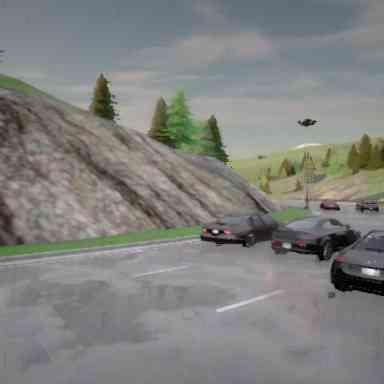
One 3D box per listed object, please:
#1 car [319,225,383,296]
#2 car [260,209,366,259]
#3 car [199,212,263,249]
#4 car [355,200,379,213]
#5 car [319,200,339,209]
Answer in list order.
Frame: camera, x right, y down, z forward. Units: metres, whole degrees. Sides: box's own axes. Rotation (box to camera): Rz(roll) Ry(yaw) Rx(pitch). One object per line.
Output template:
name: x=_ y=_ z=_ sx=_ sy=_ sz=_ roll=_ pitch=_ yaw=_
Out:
car: x=5.106 y=1.593 z=8.093 sx=4.181 sy=1.385 sz=1.994 roll=0 pitch=0 yaw=-42
car: x=4.727 y=1.587 z=12.479 sx=4.674 sy=1.442 sz=1.812 roll=0 pitch=0 yaw=-45
car: x=2.649 y=1.639 z=15.185 sx=2.033 sy=1.411 sz=5.357 roll=-1 pitch=0 yaw=43
car: x=20.717 y=1.643 z=39.500 sx=2.128 sy=1.511 sz=4.902 roll=0 pitch=0 yaw=17
car: x=18.636 y=1.768 z=45.236 sx=1.994 sy=1.385 sz=4.181 roll=0 pitch=0 yaw=12
